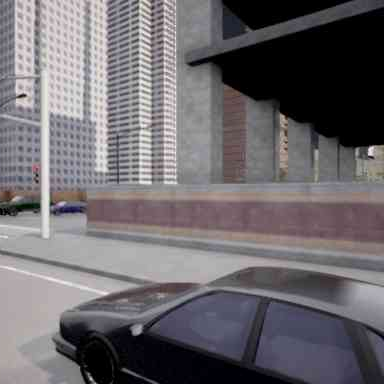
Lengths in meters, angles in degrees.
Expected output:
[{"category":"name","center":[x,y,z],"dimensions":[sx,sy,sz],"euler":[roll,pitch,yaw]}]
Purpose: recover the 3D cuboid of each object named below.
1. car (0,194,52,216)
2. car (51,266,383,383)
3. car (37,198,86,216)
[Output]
[{"category":"car","center":[-16.533,1.271,33.270],"dimensions":[2.150,2.045,5.566],"euler":[0,0,36]},{"category":"car","center":[0.827,1.549,3.402],"dimensions":[5.357,1.411,2.033],"euler":[0,0,36]},{"category":"car","center":[-12.392,1.570,32.991],"dimensions":[1.812,1.442,4.674],"euler":[0,0,36]}]
